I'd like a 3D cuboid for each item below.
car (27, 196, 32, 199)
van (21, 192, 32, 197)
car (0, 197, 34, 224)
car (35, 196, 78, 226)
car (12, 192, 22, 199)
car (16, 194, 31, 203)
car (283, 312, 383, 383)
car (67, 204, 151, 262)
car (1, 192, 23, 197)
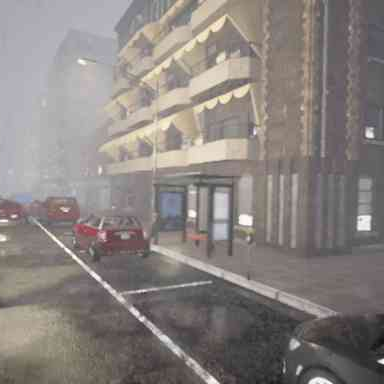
[{"bbox_3d":[-14.362,1.324,31.632,1.802,1.307,4.206,2,0,-30],"label":"car"},{"bbox_3d":[-25.664,0.874,51.191,1.690,1.788,3.998,2,0,-30],"label":"van"},{"bbox_3d":[-12.083,1.295,22.482,1.812,1.442,4.674,2,0,-30],"label":"car"},{"bbox_3d":[-8.700,1.166,21.853,2.192,1.841,5.009,2,0,-30],"label":"car"},{"bbox_3d":[-39.805,0.821,75.640,1.887,1.381,4.507,2,0,-30],"label":"car"},{"bbox_3d":[-28.497,1.047,56.081,1.947,1.339,4.313,2,0,-30],"label":"car"},{"bbox_3d":[2.601,1.623,2.293,2.008,1.369,4.403,2,0,-30],"label":"car"},{"bbox_3d":[-3.050,1.401,12.072,1.967,1.590,4.097,2,0,-30],"label":"car"},{"bbox_3d":[-19.595,1.118,35.431,2.128,1.511,4.902,2,0,-30],"label":"car"}]
